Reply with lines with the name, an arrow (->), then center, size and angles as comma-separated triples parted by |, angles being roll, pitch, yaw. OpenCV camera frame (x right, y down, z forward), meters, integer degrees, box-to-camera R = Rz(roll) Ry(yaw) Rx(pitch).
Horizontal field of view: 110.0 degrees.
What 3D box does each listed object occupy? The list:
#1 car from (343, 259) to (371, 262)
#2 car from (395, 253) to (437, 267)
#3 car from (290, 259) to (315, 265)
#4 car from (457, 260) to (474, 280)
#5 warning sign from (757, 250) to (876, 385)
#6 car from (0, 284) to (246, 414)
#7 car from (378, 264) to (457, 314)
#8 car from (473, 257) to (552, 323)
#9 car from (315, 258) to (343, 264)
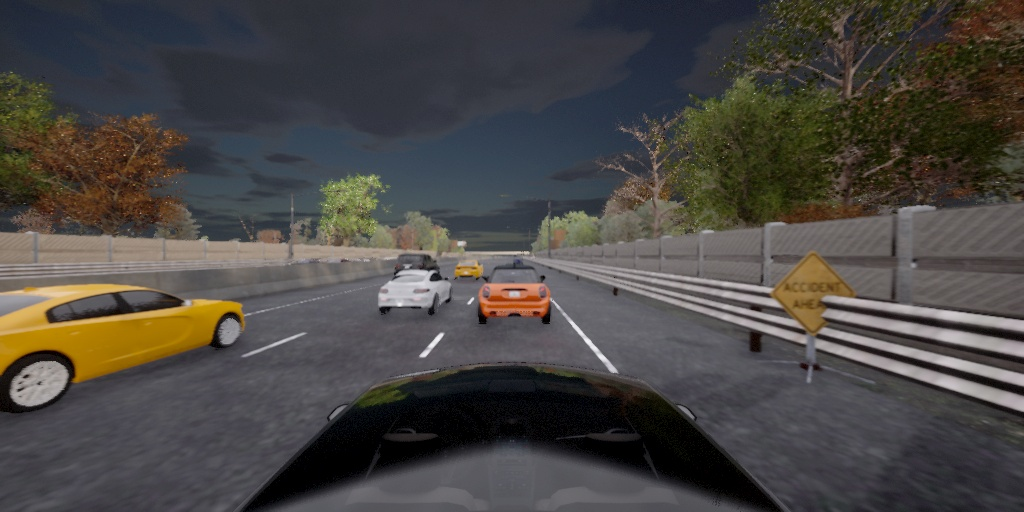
car -> -17.606, 1.147, 42.319 | 1.895, 1.301, 4.718 | 0, 0, 0
car -> -6.928, 0.839, 26.499 | 2.150, 2.045, 5.566 | 0, 0, 0
car -> -24.599, 1.090, 43.156 | 2.033, 1.411, 5.357 | 0, 0, 0
car -> -3.425, 1.084, 29.158 | 1.882, 1.535, 5.008 | 0, 0, 0
warning sign -> 4.548, 0.843, 5.459 | 1.300, 1.860, 1.060 | 0, 0, 0
car -> -6.947, 1.203, 6.017 | 1.882, 1.535, 5.008 | 0, 1, 1
car -> -3.418, 1.211, 13.242 | 1.812, 1.442, 4.674 | 0, 0, 0
car -> 0.077, 1.045, 11.958 | 2.097, 1.767, 4.553 | 0, 0, 0
car -> -21.099, 1.020, 43.142 | 1.882, 1.535, 5.008 | 0, 0, 0
